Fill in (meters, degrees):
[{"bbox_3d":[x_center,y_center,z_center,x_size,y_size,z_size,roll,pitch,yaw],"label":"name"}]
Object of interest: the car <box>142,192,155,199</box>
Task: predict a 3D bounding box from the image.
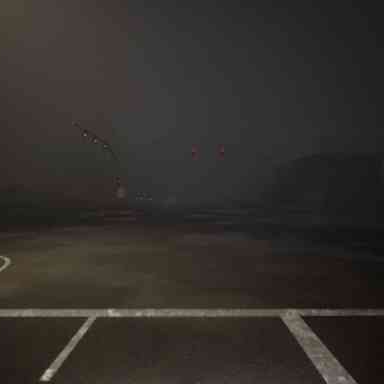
[{"bbox_3d":[-11.530,1.154,90.272,2.033,1.411,5.357,0,0,0],"label":"car"}]
